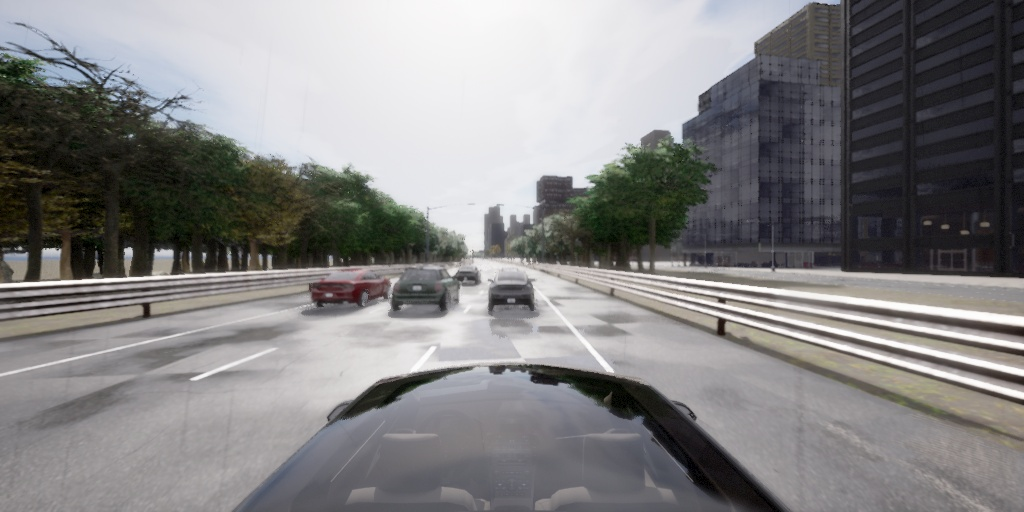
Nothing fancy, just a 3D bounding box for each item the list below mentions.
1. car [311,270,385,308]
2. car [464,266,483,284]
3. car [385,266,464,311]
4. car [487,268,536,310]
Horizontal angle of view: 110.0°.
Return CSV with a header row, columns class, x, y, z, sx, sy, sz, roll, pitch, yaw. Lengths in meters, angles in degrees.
class,x,y,z,sx,sy,sz,roll,pitch,yaw
car,-7.025,1.371,16.258,1.882,1.535,5.008,0,0,0
car,-3.673,1.545,30.579,1.837,1.490,4.892,0,0,0
car,-3.526,1.237,15.458,2.097,1.767,4.553,0,-1,0
car,-0.027,1.394,15.563,1.837,1.490,4.892,0,0,0
